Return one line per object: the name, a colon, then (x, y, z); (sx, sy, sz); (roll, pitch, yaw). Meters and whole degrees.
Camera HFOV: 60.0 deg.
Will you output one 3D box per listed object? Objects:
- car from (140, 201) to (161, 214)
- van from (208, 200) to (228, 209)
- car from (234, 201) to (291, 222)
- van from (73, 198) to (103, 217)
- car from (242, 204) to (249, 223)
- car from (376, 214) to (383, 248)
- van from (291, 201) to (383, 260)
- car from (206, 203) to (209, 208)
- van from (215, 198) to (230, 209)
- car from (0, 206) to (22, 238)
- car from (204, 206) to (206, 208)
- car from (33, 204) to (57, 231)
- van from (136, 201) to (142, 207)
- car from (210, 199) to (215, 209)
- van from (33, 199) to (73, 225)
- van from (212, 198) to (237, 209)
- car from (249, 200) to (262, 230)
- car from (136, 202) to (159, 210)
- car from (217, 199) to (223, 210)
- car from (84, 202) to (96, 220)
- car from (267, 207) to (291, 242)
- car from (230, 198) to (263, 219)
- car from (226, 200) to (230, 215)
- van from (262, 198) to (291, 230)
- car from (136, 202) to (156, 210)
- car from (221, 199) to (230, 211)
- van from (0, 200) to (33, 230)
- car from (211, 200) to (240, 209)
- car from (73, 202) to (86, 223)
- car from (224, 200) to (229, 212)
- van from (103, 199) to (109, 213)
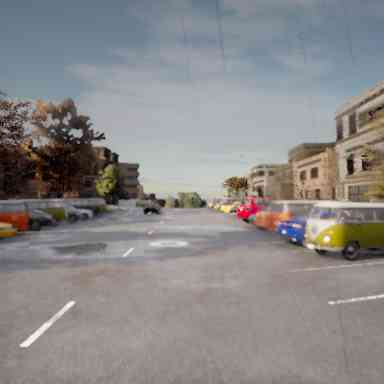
car: (-5.051, 2.133, 42.509); (1.895, 1.301, 4.718); (0, -1, 0)
van: (6.249, 3.051, 80.067); (4.442, 1.987, 1.878); (2, -5, -21)
car: (6.416, 1.711, 30.220); (4.553, 1.767, 2.185); (1, -1, -20)
van: (-11.547, 1.658, 33.196); (4.442, 1.987, 1.878); (0, -1, -20)
car: (6.390, 1.799, 24.346); (4.674, 1.452, 2.002); (1, -1, -20)
car: (6.441, 1.430, 6.758); (4.553, 1.767, 2.185); (1, 0, -20)
van: (6.297, 1.390, 12.575); (4.442, 1.987, 1.878); (1, 0, -20)
car: (6.398, 2.734, 71.315); (5.366, 1.575, 1.946); (2, -3, -20)
van: (6.244, 1.913, 50.703); (4.442, 1.987, 1.878); (1, -1, -20)
car: (-11.242, 1.648, 15.639); (5.366, 1.575, 1.946); (-1, -1, -20)
car: (6.176, 3.071, 77.085); (5.008, 1.535, 2.097); (2, -4, -21)
car: (-11.419, 1.763, 21.458); (4.674, 1.452, 2.002); (-1, 0, -20)
van: (-11.593, 3.230, 82.078); (4.442, 1.987, 1.878); (1, -4, -21)
car: (6.166, 2.179, 53.614); (5.366, 1.575, 1.946); (1, -1, -20)
van: (-11.322, 1.535, 24.454); (4.442, 1.987, 1.878); (-1, -1, -20)
van: (6.384, 2.249, 65.452); (4.442, 1.987, 1.878); (2, -3, -20)
car: (6.363, 1.595, 21.410); (4.553, 1.767, 2.185); (1, -1, -20)
car: (-11.763, 3.696, 88.022); (5.566, 2.045, 2.435); (1, -5, -21)
car: (6.539, 2.053, 44.940); (5.366, 1.575, 1.946); (1, -1, -20)
car: (-11.438, 1.880, 30.296); (4.674, 1.452, 2.002); (-1, -1, -20)
car: (6.392, 1.651, 15.550); (5.008, 1.535, 2.097); (1, -1, -20)
car: (6.413, 1.547, 27.299); (5.566, 2.045, 2.435); (1, -1, -20)
car: (6.370, 1.880, 33.149); (4.892, 1.521, 2.231); (1, -1, -20)
van: (6.505, 1.462, 18.530); (4.442, 1.987, 1.878); (1, -1, -20)
car: (-11.773, 3.568, 85.001); (4.553, 1.767, 2.185); (1, -5, -21)
car: (6.544, 1.964, 39.080); (5.366, 1.575, 1.946); (1, -1, -20)
van: (-11.531, 1.463, 18.478); (4.442, 1.987, 1.878); (-1, 0, -20)
car: (6.285, 2.372, 62.481); (4.892, 1.521, 2.231); (2, -3, -20)
car: (-11.432, 1.840, 27.351); (4.674, 1.452, 2.002); (-1, -1, -20)
car: (6.341, 1.950, 36.075); (4.792, 1.488, 2.163); (1, -1, -20)
van: (-11.334, 1.698, 36.229); (4.442, 1.987, 1.878); (0, -1, -20)
